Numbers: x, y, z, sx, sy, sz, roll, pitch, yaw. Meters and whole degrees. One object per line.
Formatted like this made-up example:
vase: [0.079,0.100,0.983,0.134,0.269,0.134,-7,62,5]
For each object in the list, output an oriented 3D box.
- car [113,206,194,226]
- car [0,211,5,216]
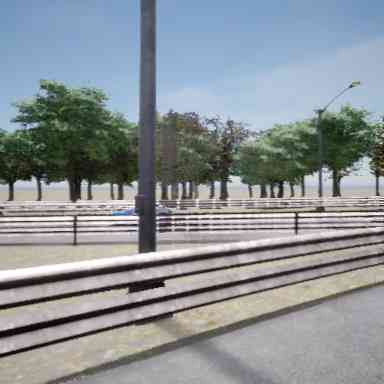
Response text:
car: [-2.390,1.588,20.740,5.008,1.535,1.882,-1,1,-1]
car: [-17.753,1.772,27.308,4.181,1.385,1.994,-1,1,-1]
